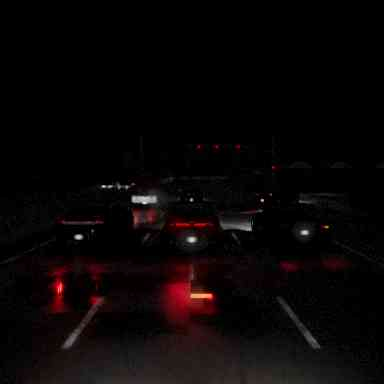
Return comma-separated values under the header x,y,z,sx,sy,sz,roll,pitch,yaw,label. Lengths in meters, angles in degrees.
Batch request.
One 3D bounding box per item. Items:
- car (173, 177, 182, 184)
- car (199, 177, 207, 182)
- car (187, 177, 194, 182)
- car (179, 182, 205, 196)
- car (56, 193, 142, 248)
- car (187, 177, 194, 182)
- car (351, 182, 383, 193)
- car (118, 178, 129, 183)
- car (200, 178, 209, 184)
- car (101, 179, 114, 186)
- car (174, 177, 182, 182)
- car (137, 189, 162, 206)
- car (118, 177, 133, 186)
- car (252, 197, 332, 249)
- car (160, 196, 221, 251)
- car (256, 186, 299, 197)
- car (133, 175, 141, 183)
x,y,z,sx,sy,sz,roll,pitch,yaw,label
-3.812,-2.870,84.655,2.033,1.411,5.357,0,3,0,car
3.149,-3.490,95.113,1.895,1.301,4.718,0,3,0,car
-0.312,-2.871,84.668,2.033,1.411,5.357,0,3,0,car
-0.031,0.203,28.475,1.837,1.490,4.892,0,4,0,car
-3.478,1.049,12.632,2.128,1.511,4.902,0,3,0,car
-0.351,-3.543,95.067,2.033,1.411,5.357,0,3,0,car
21.603,-0.437,39.769,4.902,1.511,2.128,0,3,2,car
-17.820,-2.942,86.590,1.895,1.301,4.718,0,3,0,car
3.188,-2.936,84.678,1.882,1.535,5.008,0,3,0,car
-17.758,-2.049,70.210,1.994,1.385,4.181,0,3,0,car
-3.851,-3.556,95.053,2.128,1.511,4.902,0,3,0,car
-3.533,0.381,26.956,1.895,1.301,4.718,0,3,0,car
-14.258,-2.102,70.220,1.837,1.490,4.892,0,3,0,car
3.521,1.136,12.418,1.994,1.385,4.181,0,3,0,car
0.016,1.084,12.192,1.837,1.490,4.892,0,2,1,car
7.088,0.263,27.377,1.837,1.490,4.892,0,3,43,car
-14.320,-3.312,86.583,2.150,2.045,5.566,0,3,0,car
